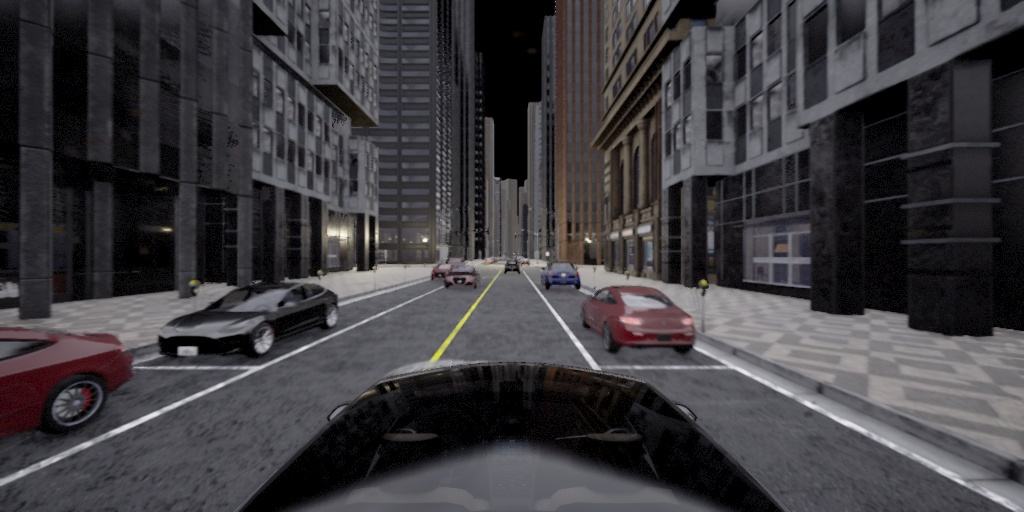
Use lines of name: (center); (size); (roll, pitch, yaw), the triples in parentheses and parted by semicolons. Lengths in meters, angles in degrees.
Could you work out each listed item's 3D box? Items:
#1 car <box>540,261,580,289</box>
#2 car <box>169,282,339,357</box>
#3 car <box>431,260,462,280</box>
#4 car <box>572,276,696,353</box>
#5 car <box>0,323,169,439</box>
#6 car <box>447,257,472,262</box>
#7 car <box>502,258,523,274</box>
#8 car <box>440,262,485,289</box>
car: (2.995, 1.105, 22.970); (2.097, 1.767, 4.553); (0, 0, 0)
car: (-5.764, 1.316, 8.550); (1.948, 1.339, 4.313); (0, 0, 0)
car: (-5.770, 1.300, 30.957); (1.888, 1.381, 4.507); (0, 0, 0)
car: (2.761, 1.333, 8.569); (1.802, 1.307, 4.207); (0, 0, 0)
car: (-5.762, 1.332, 2.948); (1.802, 1.307, 4.207); (0, 0, 0)
car: (-5.771, 1.071, 36.559); (2.192, 1.841, 5.009); (0, 0, 0)
car: (0.038, 1.264, 41.778); (1.837, 1.490, 4.892); (0, 0, 0)
car: (-3.104, 1.317, 23.221); (1.994, 1.385, 4.181); (0, 0, 0)
